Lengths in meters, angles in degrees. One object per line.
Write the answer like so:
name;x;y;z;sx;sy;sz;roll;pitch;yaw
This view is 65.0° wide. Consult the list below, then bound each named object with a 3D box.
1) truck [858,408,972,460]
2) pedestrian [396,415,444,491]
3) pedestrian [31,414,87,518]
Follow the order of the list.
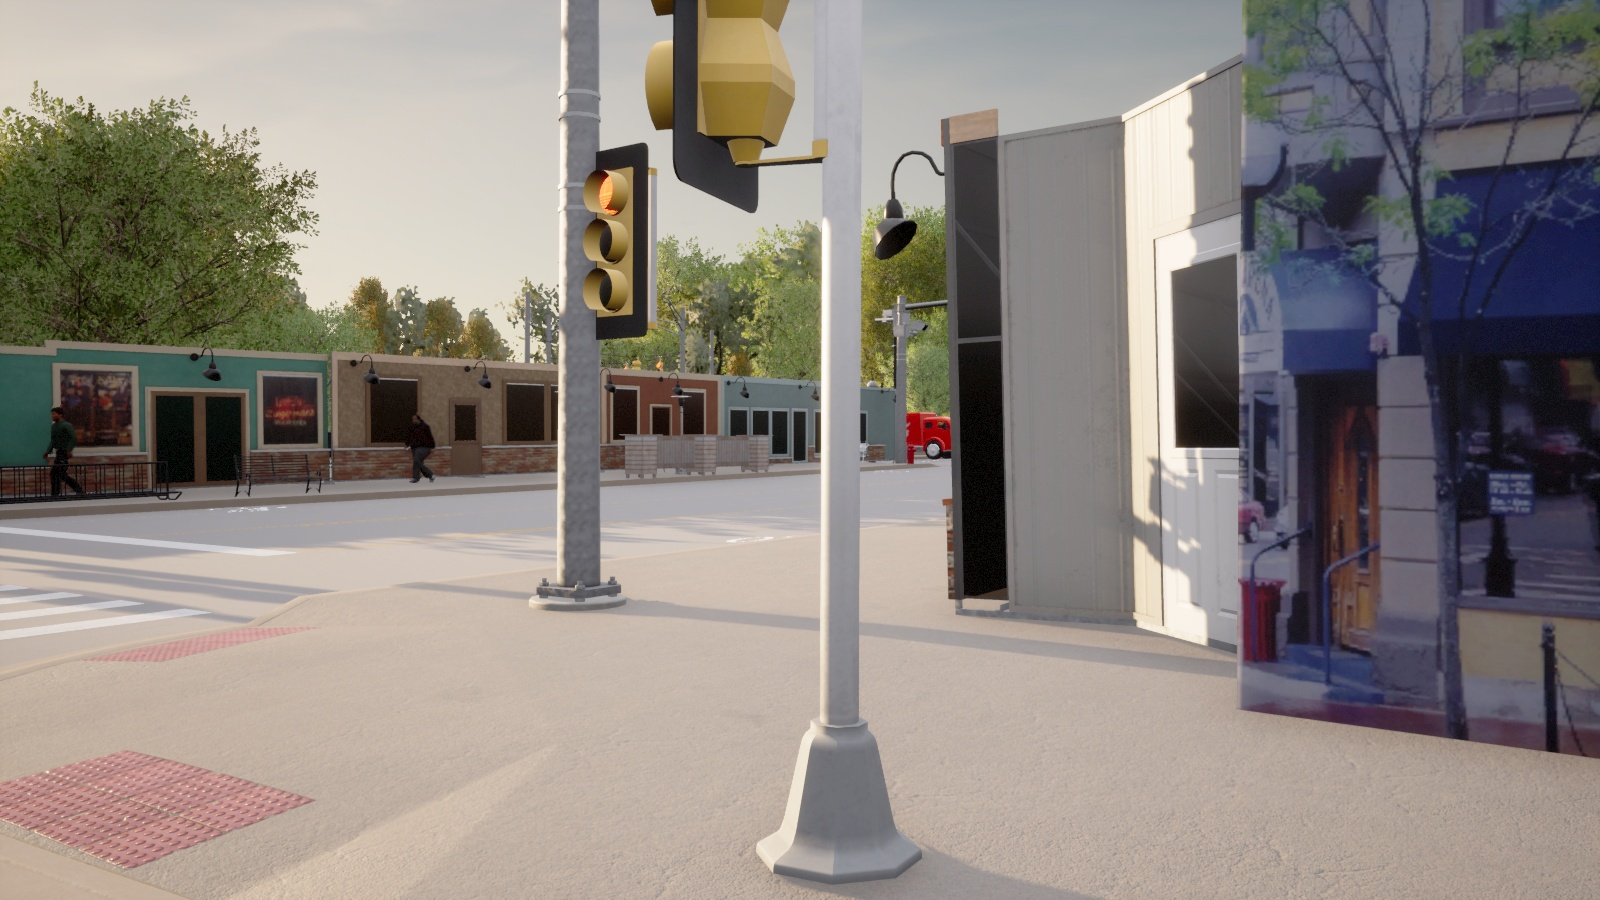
truck;6.029;-0.823;65.672;5.204;2.467;2.627;-3;0;29
pedestrian;-9.439;0.070;31.213;0.634;1.844;0.899;0;1;32
pedestrian;-14.184;0.299;24.036;0.423;1.949;0.788;0;1;37
